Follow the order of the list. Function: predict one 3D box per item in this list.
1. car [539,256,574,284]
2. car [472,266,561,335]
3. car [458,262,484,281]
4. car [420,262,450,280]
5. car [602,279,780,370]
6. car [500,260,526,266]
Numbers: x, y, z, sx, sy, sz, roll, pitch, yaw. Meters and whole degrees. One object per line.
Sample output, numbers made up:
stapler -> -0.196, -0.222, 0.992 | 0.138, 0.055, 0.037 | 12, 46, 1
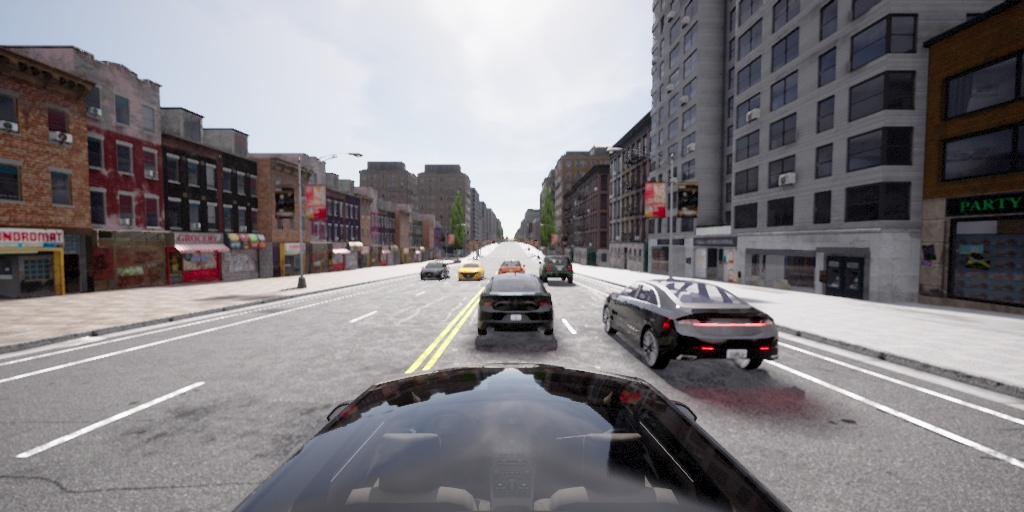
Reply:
car -> 3.317, 0.989, 27.585 | 2.150, 2.045, 5.566 | 0, 0, 0
car -> 0.088, 1.231, 10.528 | 1.882, 1.535, 5.008 | 0, 0, 0
car -> -3.384, 1.246, 30.396 | 1.882, 1.535, 5.008 | 0, 0, 0
car -> -6.635, 1.273, 31.149 | 1.837, 1.490, 4.892 | 0, 0, 0
car -> 3.340, 1.242, 7.749 | 2.128, 1.511, 4.902 | 0, 0, 0
car -> 0.033, 1.120, 29.662 | 2.097, 1.767, 4.553 | 0, 0, 3
